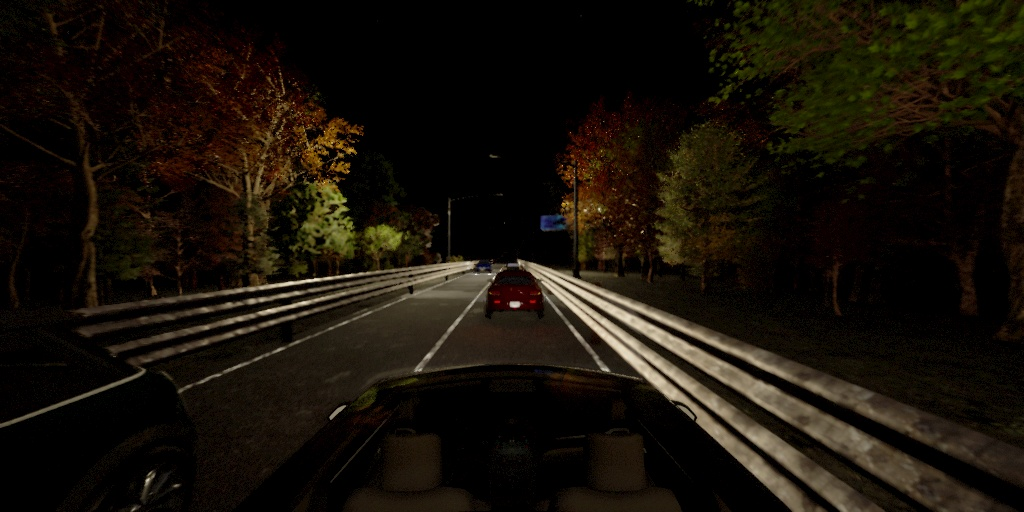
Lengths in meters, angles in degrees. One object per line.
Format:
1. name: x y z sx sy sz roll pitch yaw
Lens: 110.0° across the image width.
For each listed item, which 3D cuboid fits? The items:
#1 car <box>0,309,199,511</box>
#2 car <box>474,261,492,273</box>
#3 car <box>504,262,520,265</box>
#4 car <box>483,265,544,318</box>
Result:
1. car: -3.348 1.110 0.657 2.097 1.767 4.553 0 0 0
2. car: -3.346 1.287 42.624 1.812 1.442 4.674 0 0 0
3. car: 0.090 1.295 34.904 1.994 1.385 4.181 0 0 0
4. car: 0.089 1.223 12.642 1.812 1.442 4.674 0 0 0
